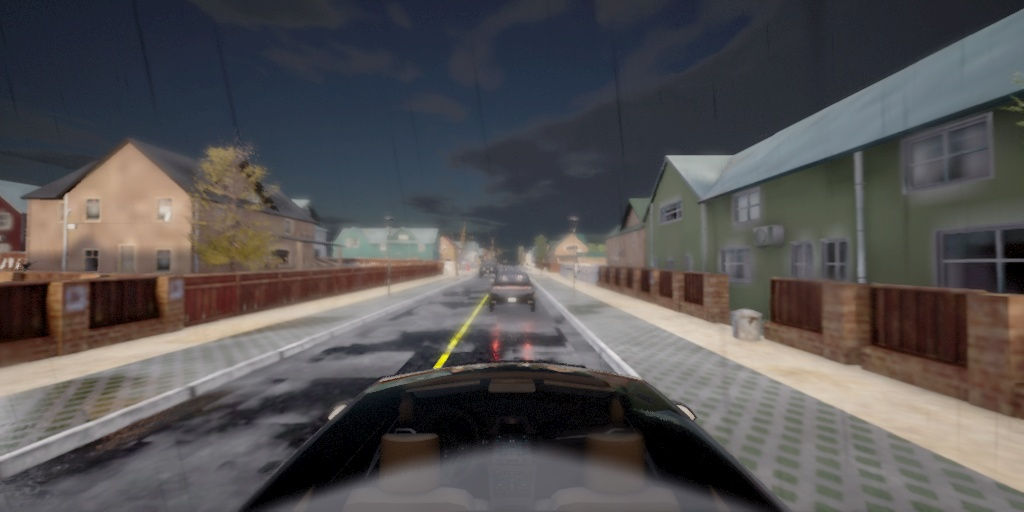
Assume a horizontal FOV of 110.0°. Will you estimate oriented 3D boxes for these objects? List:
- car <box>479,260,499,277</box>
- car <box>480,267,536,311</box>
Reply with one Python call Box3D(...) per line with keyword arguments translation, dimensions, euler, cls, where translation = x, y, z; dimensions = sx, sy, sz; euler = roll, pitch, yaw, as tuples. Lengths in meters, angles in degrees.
Box3D(translation=(-2.750, 1.477, 43.385), dimensions=(2.150, 2.045, 5.566), euler=(0, -1, 0), cls="car")
Box3D(translation=(0.023, 1.395, 15.363), dimensions=(2.128, 1.511, 4.902), euler=(0, -1, 0), cls="car")
